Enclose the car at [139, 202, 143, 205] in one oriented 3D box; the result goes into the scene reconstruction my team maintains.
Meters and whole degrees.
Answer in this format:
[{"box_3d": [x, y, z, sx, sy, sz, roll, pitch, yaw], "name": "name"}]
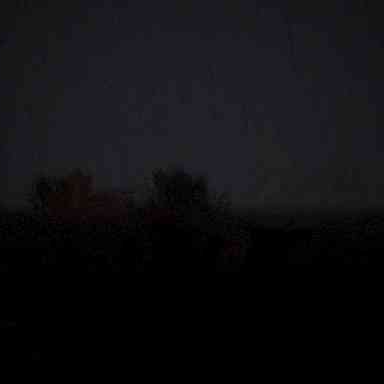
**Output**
[{"box_3d": [-12.186, 2.277, 68.348, 2.033, 1.411, 5.357, -1, -2, 36], "name": "car"}]
